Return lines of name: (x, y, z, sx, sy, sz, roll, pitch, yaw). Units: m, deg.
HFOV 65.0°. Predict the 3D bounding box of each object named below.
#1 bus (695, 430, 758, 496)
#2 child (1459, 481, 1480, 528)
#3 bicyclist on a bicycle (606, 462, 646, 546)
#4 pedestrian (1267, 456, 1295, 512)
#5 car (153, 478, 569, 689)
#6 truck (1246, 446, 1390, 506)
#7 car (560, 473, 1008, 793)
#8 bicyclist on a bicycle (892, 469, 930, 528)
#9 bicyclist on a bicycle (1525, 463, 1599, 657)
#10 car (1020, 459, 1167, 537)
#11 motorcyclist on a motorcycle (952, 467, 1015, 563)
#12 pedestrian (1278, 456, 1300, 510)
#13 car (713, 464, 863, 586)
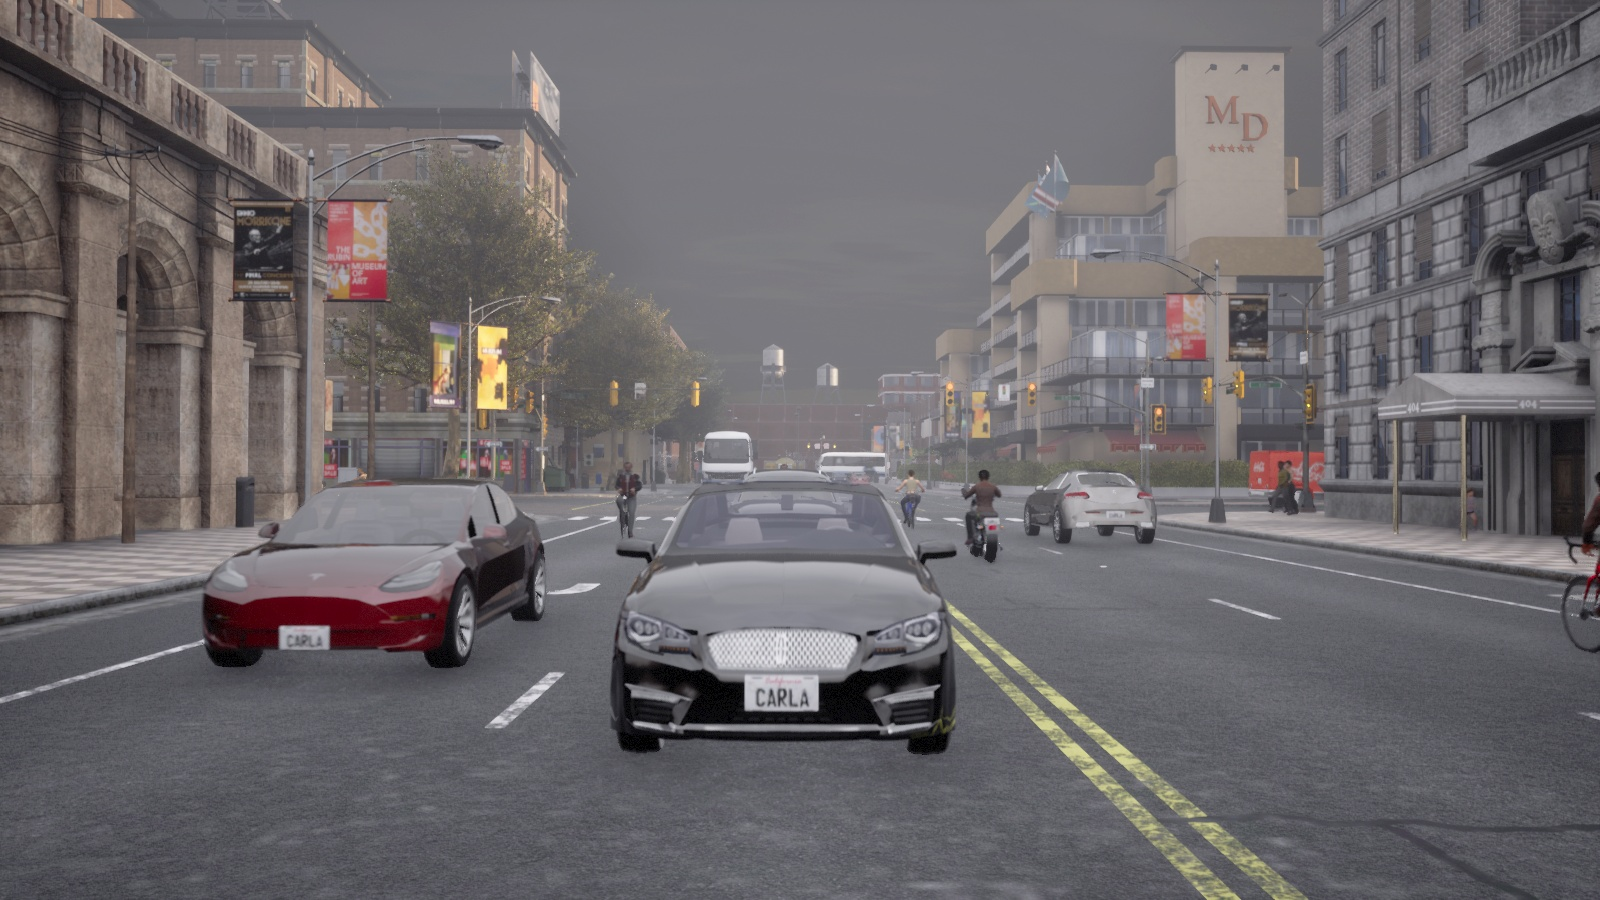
bus: (-4.931, 0.921, 86.961, 3.944, 4.253, 10.273, 0, -1, -1)
child: (15.897, 1.289, 29.806, 0.255, 1.110, 0.394, 0, -1, -7)
bicyclist on a bicycle: (-3.810, 1.165, 27.602, 0.659, 1.776, 1.843, 0, -1, -1)
pedestrian: (15.944, 1.108, 41.639, 0.709, 1.840, 0.431, 0, -1, -16)
car: (-3.622, 1.023, 11.500, 2.163, 1.488, 4.792, 0, -1, 0)
truck: (22.598, 1.141, 54.976, 5.204, 2.467, 2.627, 1, -1, -1)
car: (-0.078, 0.914, 8.426, 2.128, 1.511, 4.902, 0, -1, 0)
bicyclist on a bicycle: (3.052, 1.322, 34.628, 0.866, 1.612, 1.509, 0, -1, -1)
bicyclist on a bicycle: (6.941, 0.919, 10.632, 0.582, 1.620, 1.656, 0, -2, -1)
car: (6.662, 1.057, 29.144, 2.152, 1.651, 5.027, 0, -1, -1)
motorcyclist on a motorcycle: (3.276, 1.133, 22.624, 0.766, 1.649, 2.350, 0, -1, -1)
pedestrian: (16.655, 1.124, 42.769, 0.594, 1.836, 0.345, 0, -1, -2)
car: (-0.194, 1.075, 19.521, 2.033, 1.649, 4.856, 0, -1, -1)
